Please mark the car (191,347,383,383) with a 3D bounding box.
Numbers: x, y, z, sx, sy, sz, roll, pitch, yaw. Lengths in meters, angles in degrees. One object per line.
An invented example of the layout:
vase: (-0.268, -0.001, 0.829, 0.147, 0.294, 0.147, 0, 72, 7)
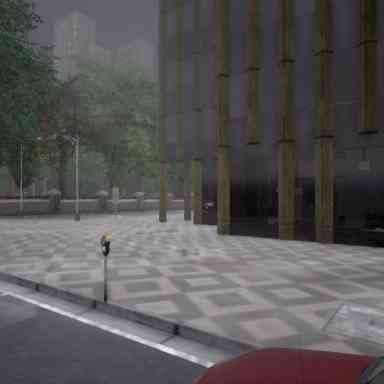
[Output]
car: (1.794, 1.581, 1.685, 4.206, 1.307, 1.802, 0, 0, 36)
